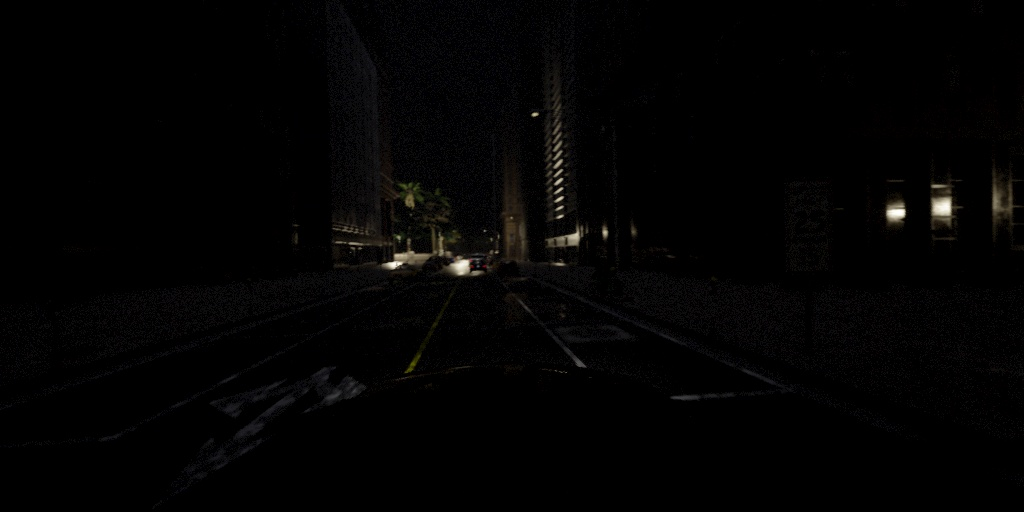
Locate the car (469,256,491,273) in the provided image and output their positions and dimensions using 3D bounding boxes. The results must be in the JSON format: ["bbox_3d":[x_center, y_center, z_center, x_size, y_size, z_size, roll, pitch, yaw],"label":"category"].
[{"bbox_3d":[-3.640,1.074,38.428,2.033,1.411,5.357,-2,0,-6],"label":"car"}]

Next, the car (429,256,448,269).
[{"bbox_3d":[-10.574,0.927,49.581,2.192,1.841,5.009,0,0,-6],"label":"car"}]

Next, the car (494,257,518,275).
[{"bbox_3d":[-0.412,1.024,34.264,1.888,1.381,4.507,0,0,-6],"label":"car"}]

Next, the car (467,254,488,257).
[{"bbox_3d":[-4.951,0.680,51.139,2.150,2.045,5.566,-2,1,-6],"label":"car"}]

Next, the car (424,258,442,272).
[{"bbox_3d":[-10.013,1.223,44.184,1.802,1.307,4.207,0,0,-6],"label":"car"}]

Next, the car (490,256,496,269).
[{"bbox_3d":[-1.552,0.944,45.225,1.751,1.417,4.829,0,0,-6],"label":"car"}]

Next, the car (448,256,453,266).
[{"bbox_3d":[-11.697,0.869,60.374,2.192,1.841,5.009,0,0,-6],"label":"car"}]

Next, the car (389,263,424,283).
[{"bbox_3d":[-8.310,1.259,27.825,1.751,1.417,4.829,0,0,-6],"label":"car"}]

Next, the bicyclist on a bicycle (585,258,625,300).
[{"bbox_3d":[3.600,0.880,14.022,1.656,1.620,0.582,-7,1,-6],"label":"bicyclist on a bicycle"}]

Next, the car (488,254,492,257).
[{"bbox_3d":[-2.657,0.799,55.847,1.967,1.591,4.097,0,0,-6],"label":"car"}]
